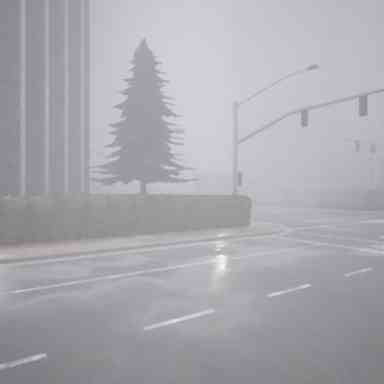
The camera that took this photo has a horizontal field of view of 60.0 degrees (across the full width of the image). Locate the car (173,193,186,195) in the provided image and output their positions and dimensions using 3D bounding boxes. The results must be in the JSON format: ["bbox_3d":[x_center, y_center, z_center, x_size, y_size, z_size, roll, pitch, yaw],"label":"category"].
[{"bbox_3d":[-2.689,1.244,57.411,2.150,2.045,5.566,0,0,-35],"label":"car"}]
